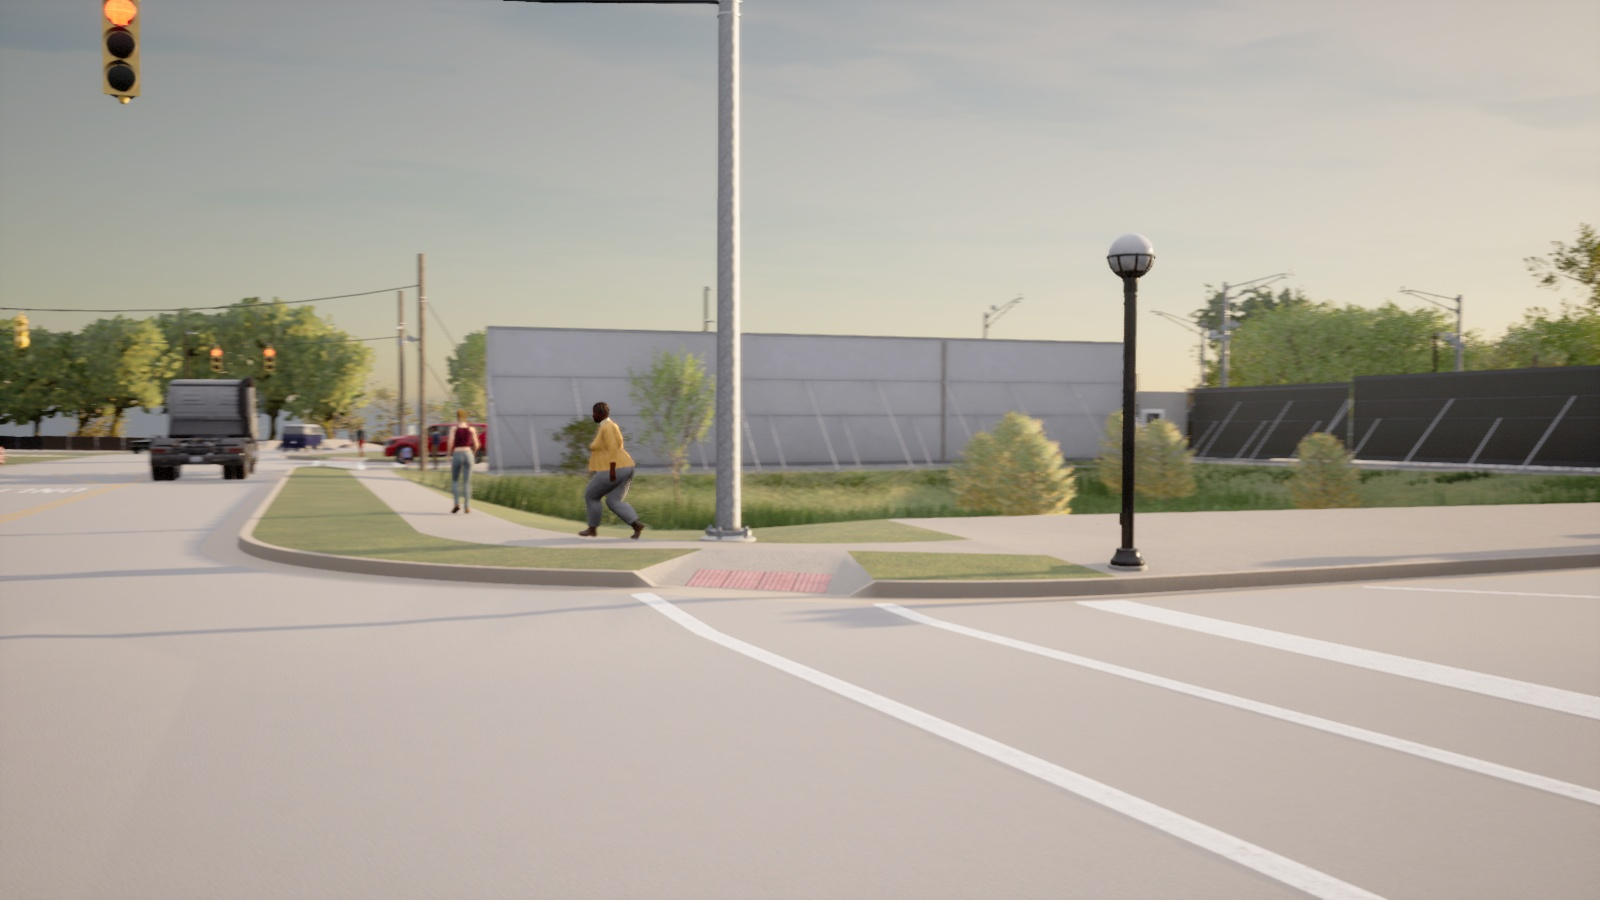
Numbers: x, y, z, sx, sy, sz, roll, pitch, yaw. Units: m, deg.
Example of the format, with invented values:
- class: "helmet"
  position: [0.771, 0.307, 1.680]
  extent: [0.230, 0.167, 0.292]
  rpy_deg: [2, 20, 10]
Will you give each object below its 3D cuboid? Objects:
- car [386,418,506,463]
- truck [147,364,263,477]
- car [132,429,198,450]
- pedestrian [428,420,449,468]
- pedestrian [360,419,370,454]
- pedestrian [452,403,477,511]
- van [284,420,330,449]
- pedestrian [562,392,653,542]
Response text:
- class: "car"
  position: [-17.383, -0.476, 61.819]
  extent: [5.566, 2.045, 2.150]
  rpy_deg: [1, 2, -14]
- class: "truck"
  position: [-19.917, -0.978, 42.476]
  extent: [2.891, 3.462, 7.936]
  rpy_deg: [0, 1, -21]
- class: "car"
  position: [-41.406, -0.724, 82.002]
  extent: [1.895, 1.301, 4.718]
  rpy_deg: [0, 1, 1]
- class: "pedestrian"
  position: [-15.015, -0.250, 52.183]
  extent: [0.788, 1.949, 0.423]
  rpy_deg: [0, 2, -21]
- class: "pedestrian"
  position: [-23.252, -0.717, 67.136]
  extent: [0.353, 1.847, 0.614]
  rpy_deg: [1, 2, 1]
- class: "pedestrian"
  position: [-5.823, 0.109, 21.772]
  extent: [0.345, 1.836, 0.594]
  rpy_deg: [0, 2, -23]
- class: "van"
  position: [-34.750, -1.115, 88.572]
  extent: [1.775, 1.987, 4.442]
  rpy_deg: [1, 1, -4]
- class: "pedestrian"
  position: [-2.467, 0.196, 16.176]
  extent: [0.900, 1.855, 0.874]
  rpy_deg: [1, 2, 12]
